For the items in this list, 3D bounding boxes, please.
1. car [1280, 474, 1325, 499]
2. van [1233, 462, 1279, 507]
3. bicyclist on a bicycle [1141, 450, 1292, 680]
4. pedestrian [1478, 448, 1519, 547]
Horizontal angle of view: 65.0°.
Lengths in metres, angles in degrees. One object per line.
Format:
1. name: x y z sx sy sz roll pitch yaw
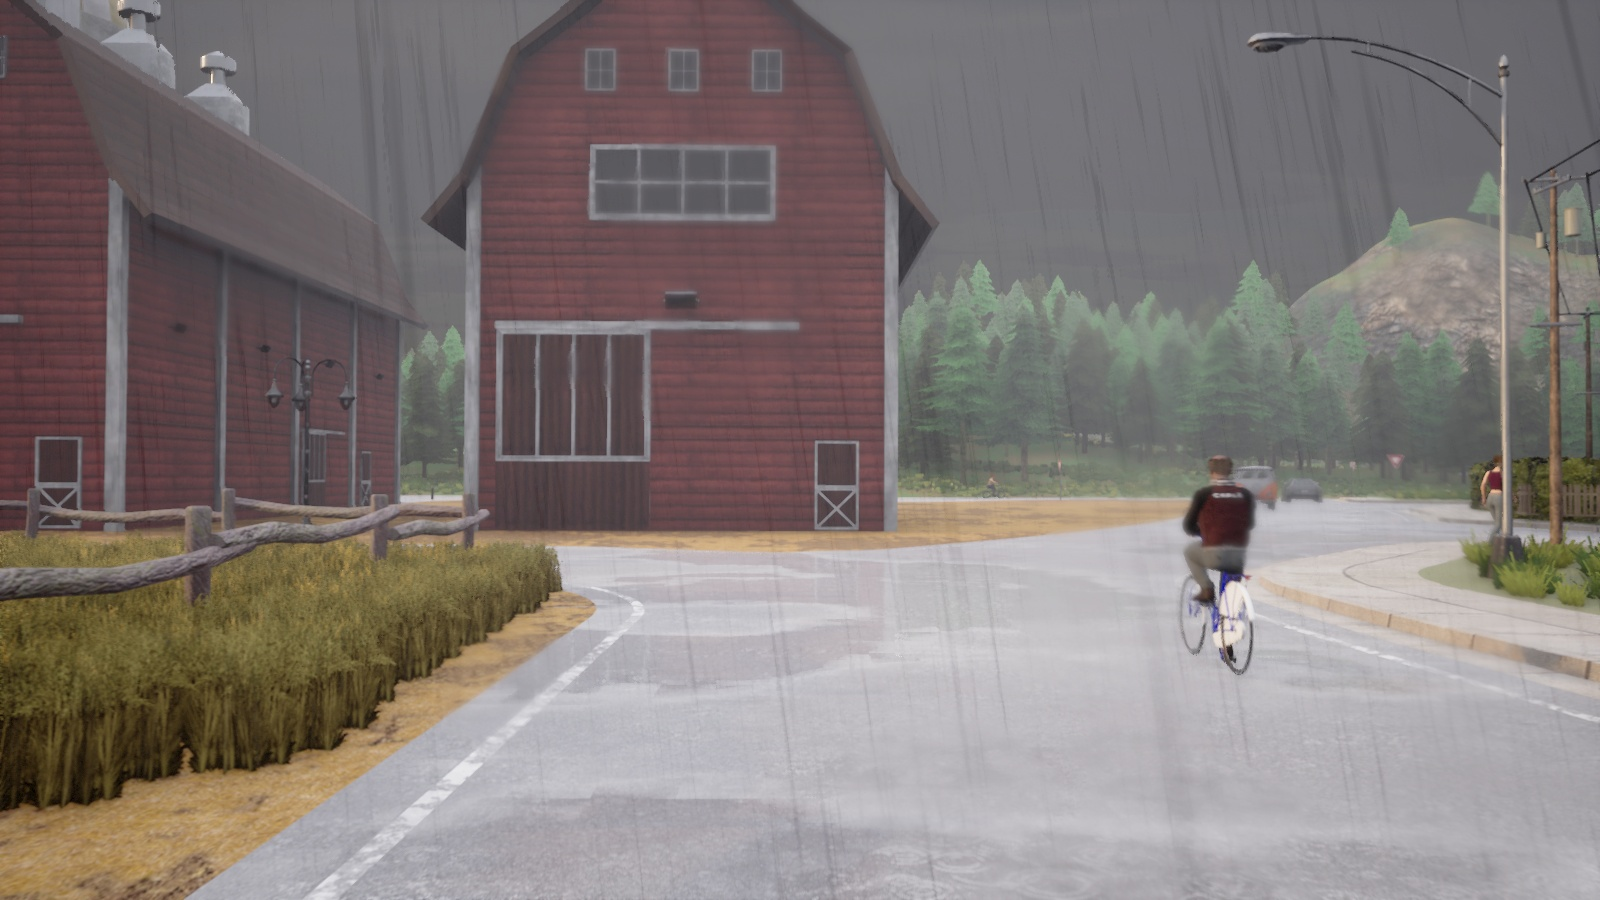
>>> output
1. car: 28.640 2.081 71.682 1.994 1.385 4.181 -1 -1 17
2. van: 20.710 1.550 57.178 1.775 1.987 4.442 -1 -1 17
3. bicyclist on a bicycle: 3.472 0.906 10.642 0.659 1.776 1.843 0 -1 0
4. pedestrian: 13.072 0.877 23.508 0.594 1.836 0.345 0 -1 -22
